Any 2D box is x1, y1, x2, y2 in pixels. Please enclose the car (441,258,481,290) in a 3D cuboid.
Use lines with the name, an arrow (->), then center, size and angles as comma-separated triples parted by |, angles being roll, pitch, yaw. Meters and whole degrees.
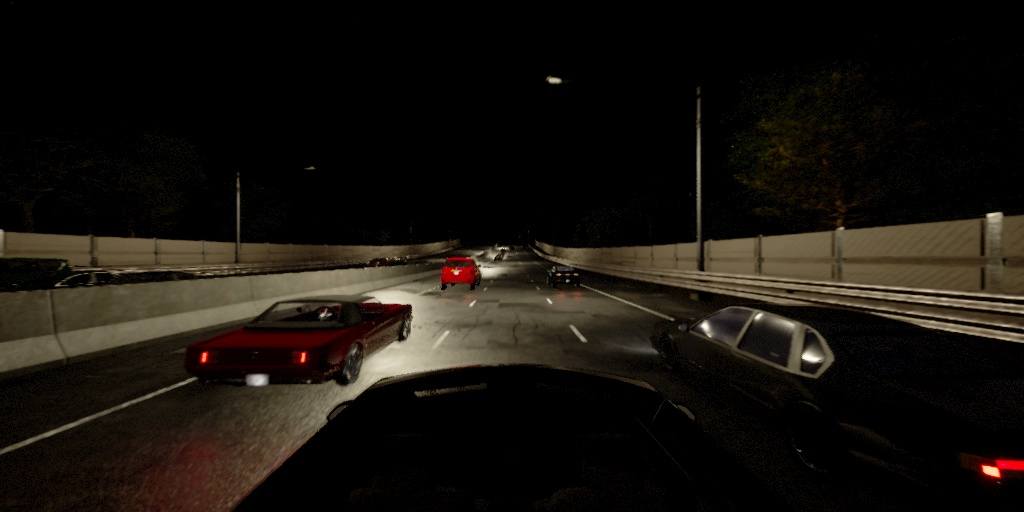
car -> -3.396, 1.147, 24.503 | 2.150, 2.045, 5.566 | 0, 0, 0

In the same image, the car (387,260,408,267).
car -> -17.524, 1.275, 56.143 | 1.994, 1.385, 4.181 | 0, 1, 1

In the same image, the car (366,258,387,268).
car -> -21.018, 1.063, 56.164 | 2.097, 1.767, 4.553 | 0, 1, 1

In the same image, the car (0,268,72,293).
car -> -17.596, 1.356, 14.240 | 1.837, 1.490, 4.892 | 0, -1, 0

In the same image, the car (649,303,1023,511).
car -> 3.600, 1.320, 4.589 | 2.033, 1.411, 5.357 | 0, 0, 0

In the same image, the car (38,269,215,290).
car -> -14.097, 1.326, 13.950 | 1.882, 1.535, 5.008 | 0, 0, 0

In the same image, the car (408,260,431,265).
car -> -14.019, 1.258, 56.147 | 2.033, 1.411, 5.357 | 0, 1, 1

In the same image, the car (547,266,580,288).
car -> 3.604, 1.420, 25.540 | 2.128, 1.511, 4.902 | 0, 0, 0

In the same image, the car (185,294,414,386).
car -> -3.401, 1.394, 7.024 | 1.895, 1.301, 4.718 | 0, 0, 0

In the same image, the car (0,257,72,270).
car -> -21.096, 1.073, 14.223 | 2.150, 2.045, 5.566 | 0, -1, 0
